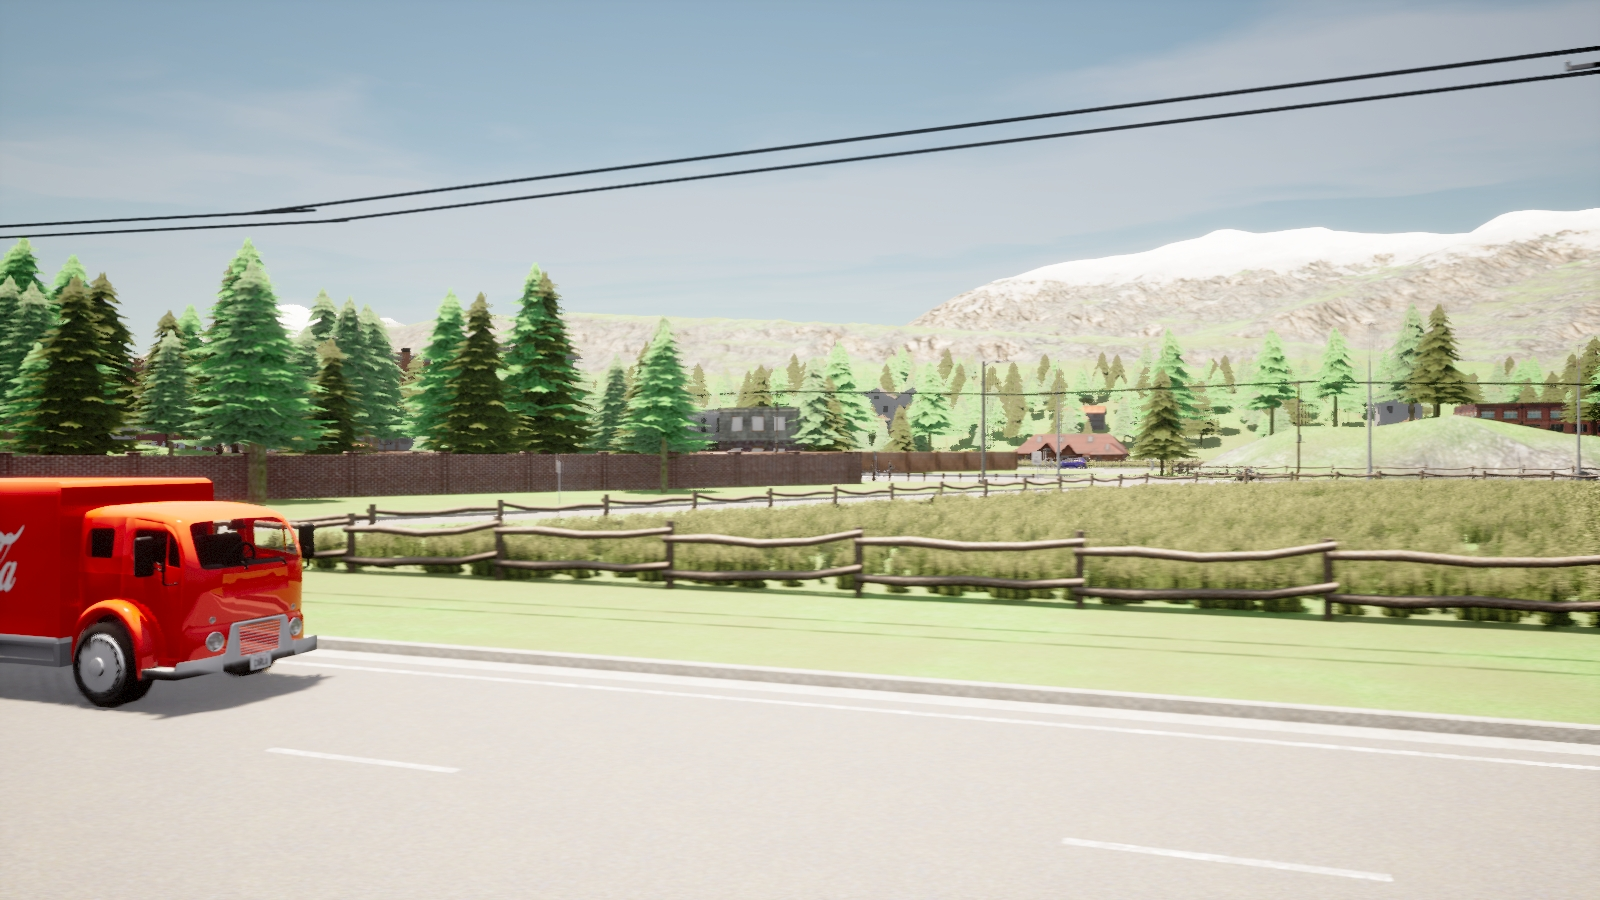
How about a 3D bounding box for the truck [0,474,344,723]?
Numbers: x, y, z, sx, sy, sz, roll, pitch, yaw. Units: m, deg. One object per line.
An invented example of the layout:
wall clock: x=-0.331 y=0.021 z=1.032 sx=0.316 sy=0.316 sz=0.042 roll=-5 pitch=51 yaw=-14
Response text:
truck: x=-8.568 y=1.568 z=13.866 sx=5.204 sy=2.467 sz=2.627 roll=0 pitch=0 yaw=20
